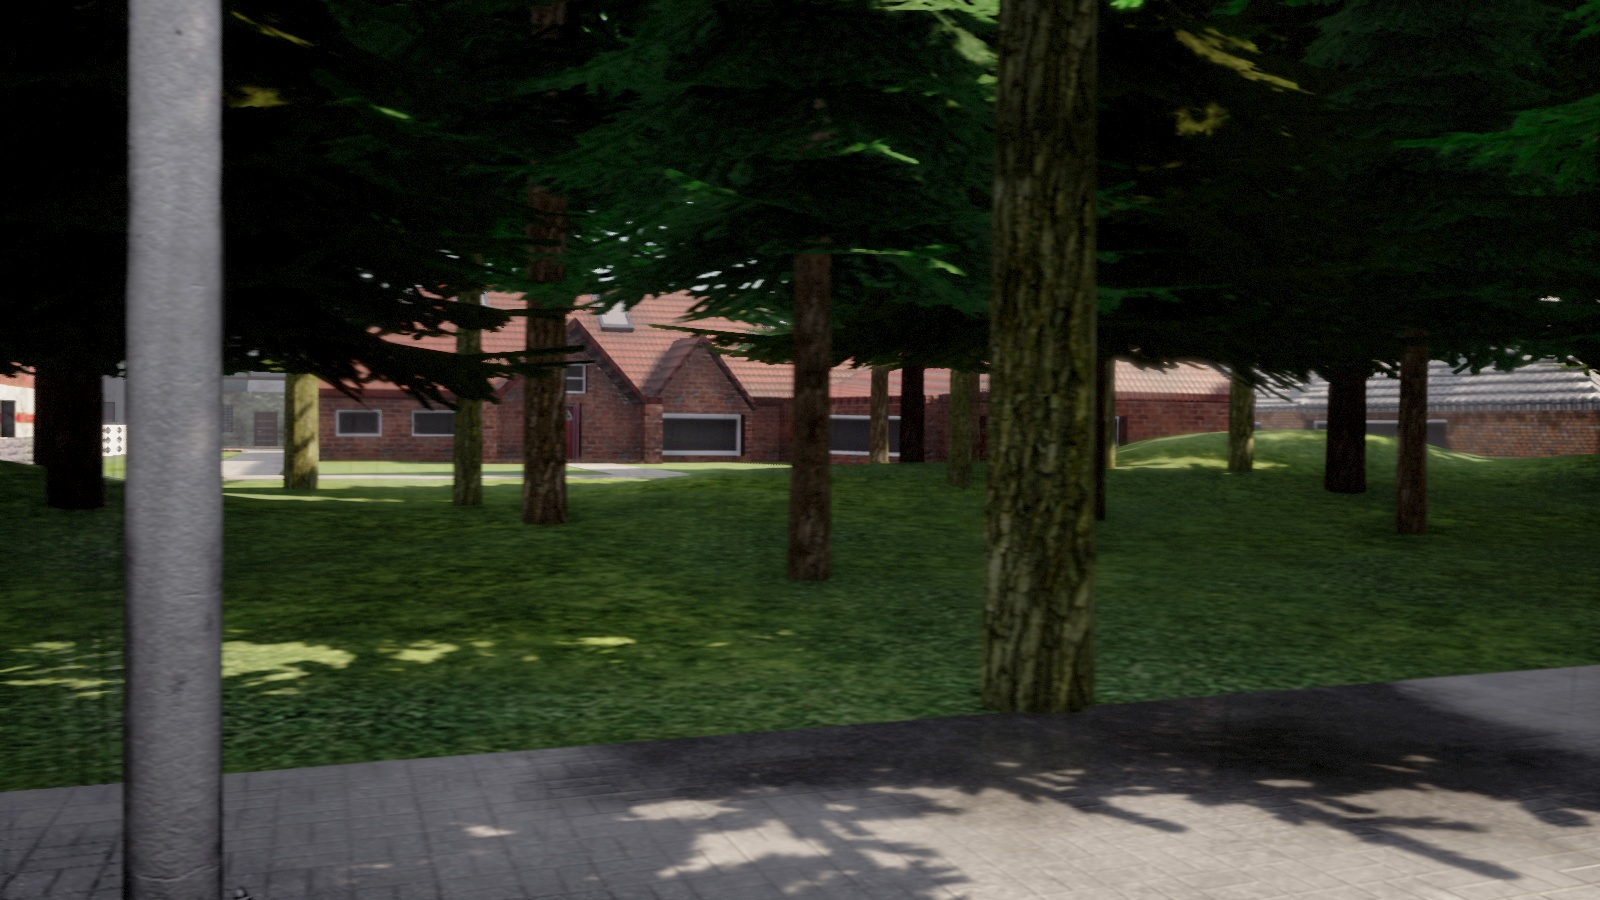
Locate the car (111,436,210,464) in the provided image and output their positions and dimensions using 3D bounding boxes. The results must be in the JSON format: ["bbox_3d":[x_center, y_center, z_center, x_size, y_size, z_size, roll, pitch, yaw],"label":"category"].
[{"bbox_3d":[-37.231,-0.035,73.253,4.902,1.511,2.128,-1,1,-21],"label":"car"}]
